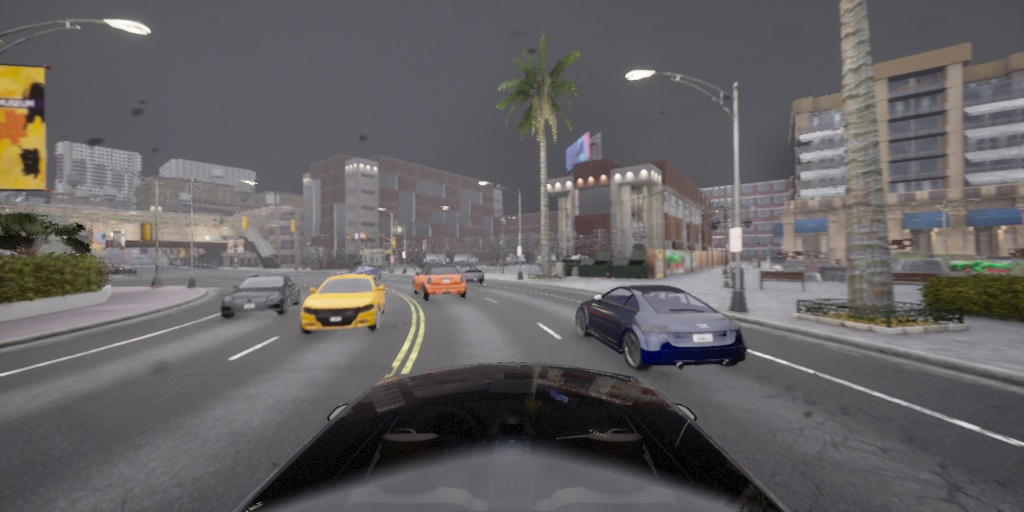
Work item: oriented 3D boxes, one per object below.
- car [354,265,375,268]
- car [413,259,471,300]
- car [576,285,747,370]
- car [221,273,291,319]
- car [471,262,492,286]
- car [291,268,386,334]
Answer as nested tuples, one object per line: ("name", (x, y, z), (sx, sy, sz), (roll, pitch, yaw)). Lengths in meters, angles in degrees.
("car", (-13.468, 1.549, 32.559), (4.674, 1.442, 1.812), (-1, 0, 44))
("car", (-3.944, 1.216, 18.950), (2.097, 1.767, 4.553), (-1, 0, -23))
("car", (2.842, 1.307, 7.802), (1.994, 1.385, 4.181), (-1, 0, -7))
("car", (-9.584, 1.431, 14.080), (1.812, 1.442, 4.674), (0, 0, -22))
("car", (-3.670, 1.379, 25.830), (2.128, 1.511, 4.902), (0, 0, -31))
("car", (-5.088, 1.323, 11.375), (1.882, 1.535, 5.008), (0, 0, -16))
